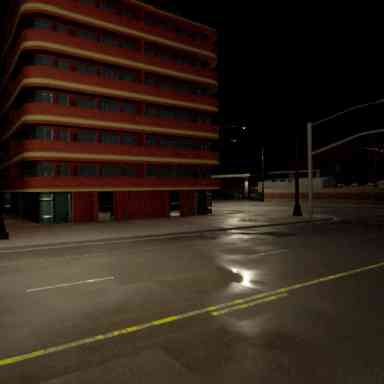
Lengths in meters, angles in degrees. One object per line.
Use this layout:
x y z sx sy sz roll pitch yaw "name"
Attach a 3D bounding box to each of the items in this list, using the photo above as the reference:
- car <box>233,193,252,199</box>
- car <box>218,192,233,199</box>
12.834 1.041 81.943 3.806 1.475 1.970 -1 1 -35 "car"
8.861 0.909 86.163 4.611 1.667 2.242 -1 1 -35 "car"
